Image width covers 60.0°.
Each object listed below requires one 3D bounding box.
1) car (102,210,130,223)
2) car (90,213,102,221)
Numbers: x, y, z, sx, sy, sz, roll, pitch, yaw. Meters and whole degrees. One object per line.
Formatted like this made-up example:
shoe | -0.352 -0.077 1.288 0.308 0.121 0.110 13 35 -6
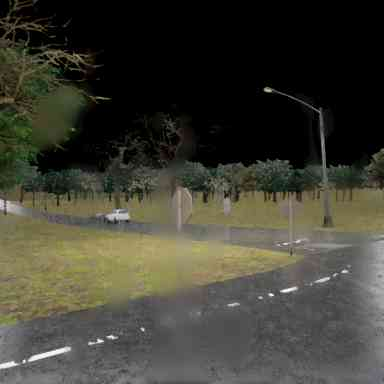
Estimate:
car | -11.814 3.836 52.878 2.150 2.045 5.566 -1 -2 -34
car | -17.171 4.535 60.671 1.812 1.442 4.674 -1 -1 -34
